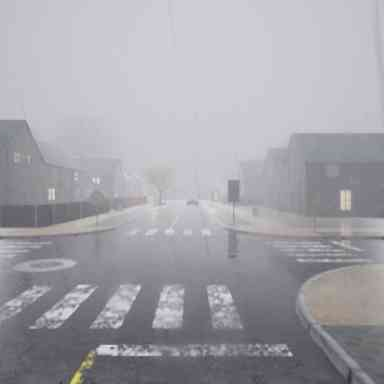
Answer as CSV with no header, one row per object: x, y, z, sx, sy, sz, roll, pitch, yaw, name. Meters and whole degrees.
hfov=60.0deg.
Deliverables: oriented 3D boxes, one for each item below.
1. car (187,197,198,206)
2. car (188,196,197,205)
0.105,1.631,56.359,2.128,1.511,4.902,0,0,0,car
0.125,1.682,66.778,1.882,1.535,5.008,0,0,0,car
